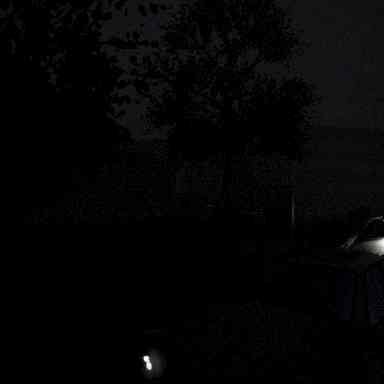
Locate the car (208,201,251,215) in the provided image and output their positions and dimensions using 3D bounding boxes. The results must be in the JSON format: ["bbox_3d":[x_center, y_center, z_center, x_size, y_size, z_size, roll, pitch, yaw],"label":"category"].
[{"bbox_3d":[4.222,1.737,37.175,4.902,1.511,2.128,0,0,-20],"label":"car"}]

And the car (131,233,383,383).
[{"bbox_3d":[1.836,1.549,4.537,2.033,1.411,5.357,0,0,44],"label":"car"}]

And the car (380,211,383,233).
[{"bbox_3d":[11.424,1.418,17.927,2.097,1.767,4.553,0,0,31],"label":"car"}]
